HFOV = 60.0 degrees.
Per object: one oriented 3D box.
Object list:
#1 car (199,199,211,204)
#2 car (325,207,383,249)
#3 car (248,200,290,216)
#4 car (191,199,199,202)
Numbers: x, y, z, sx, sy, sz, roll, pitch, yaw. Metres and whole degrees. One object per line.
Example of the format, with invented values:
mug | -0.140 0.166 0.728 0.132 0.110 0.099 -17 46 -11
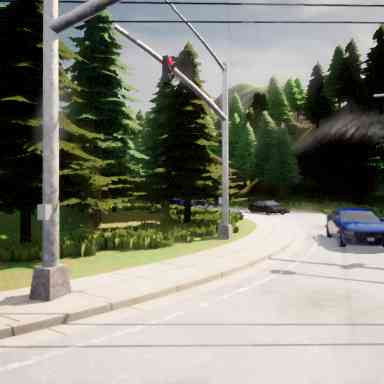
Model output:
car | 1.987 1.505 50.068 1.837 1.490 4.892 0 0 -37
car | 7.190 1.478 14.722 1.882 1.535 5.008 0 0 14
car | 7.604 1.547 33.539 2.033 1.411 5.357 0 0 -18
car | -1.983 1.300 49.702 2.150 2.045 5.566 0 0 -42
